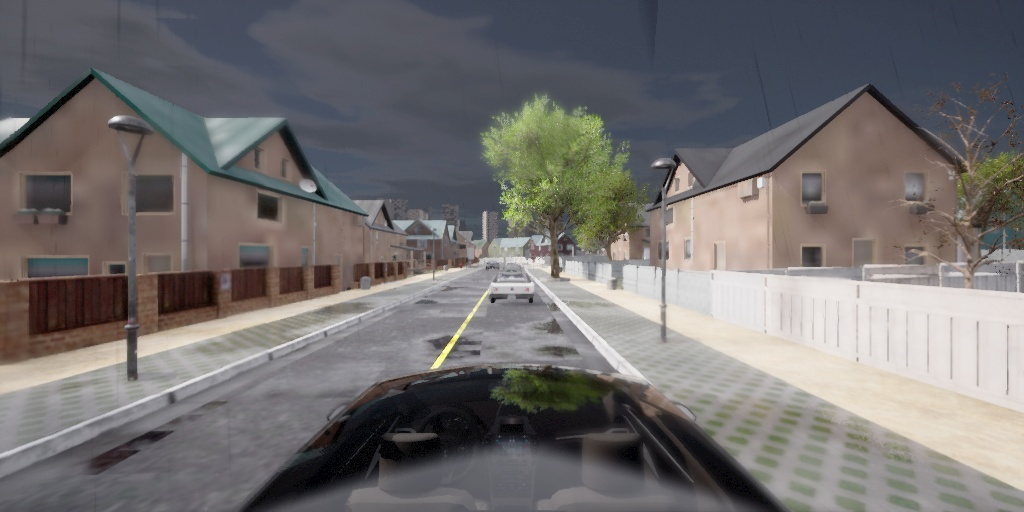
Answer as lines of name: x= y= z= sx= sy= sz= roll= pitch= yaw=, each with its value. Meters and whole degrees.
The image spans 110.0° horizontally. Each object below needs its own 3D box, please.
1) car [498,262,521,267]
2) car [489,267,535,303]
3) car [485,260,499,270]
car: x=0.000 y=1.365 z=31.530 sx=1.895 sy=1.301 sz=4.718 roll=0 pitch=0 yaw=0
car: x=0.000 y=1.365 z=16.530 sx=1.895 sy=1.301 sz=4.718 roll=0 pitch=0 yaw=0
car: x=-2.750 y=1.339 z=52.199 sx=1.994 sy=1.385 sz=4.181 roll=0 pitch=0 yaw=0
